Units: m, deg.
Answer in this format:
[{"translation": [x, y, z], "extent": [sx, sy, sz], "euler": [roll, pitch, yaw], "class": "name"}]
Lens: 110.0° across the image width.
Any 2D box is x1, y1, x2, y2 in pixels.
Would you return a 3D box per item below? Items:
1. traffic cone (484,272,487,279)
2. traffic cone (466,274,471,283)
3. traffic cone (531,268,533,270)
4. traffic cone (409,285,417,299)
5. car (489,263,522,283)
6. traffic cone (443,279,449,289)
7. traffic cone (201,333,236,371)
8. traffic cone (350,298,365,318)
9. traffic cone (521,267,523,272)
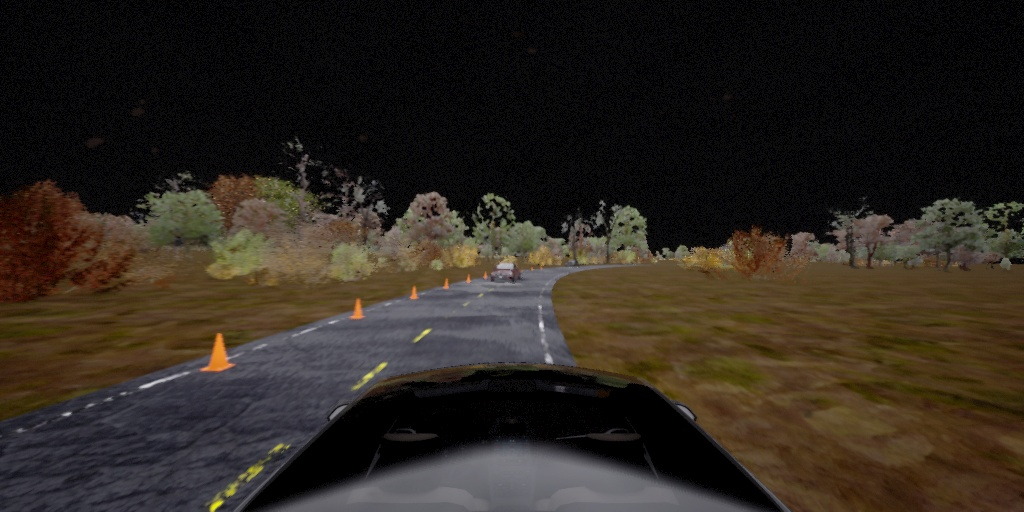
[{"translation": [-2.323, 1.672, 31.415], "extent": [0.340, 0.580, 0.340], "euler": [0, 0, 11], "class": "traffic cone"}, {"translation": [-3.201, 1.656, 26.401], "extent": [0.340, 0.580, 0.340], "euler": [0, 0, 9], "class": "traffic cone"}, {"translation": [2.859, 1.761, 51.092], "extent": [0.340, 0.580, 0.340], "euler": [0, 0, 19], "class": "traffic cone"}, {"translation": [-4.449, 1.631, 16.298], "extent": [0.340, 0.580, 0.340], "euler": [0, 0, 5], "class": "traffic cone"}, {"translation": [-0.432, 1.272, 28.555], "extent": [1.812, 1.442, 4.674], "euler": [1, 0, 10], "class": "car"}, {"translation": [-3.910, 1.642, 21.360], "extent": [0.340, 0.580, 0.340], "euler": [0, 0, 7], "class": "traffic cone"}, {"translation": [-5.015, 1.618, 6.133], "extent": [0.340, 0.580, 0.340], "euler": [0, 0, 1], "class": "traffic cone"}, {"translation": [-4.818, 1.623, 11.220], "extent": [0.340, 0.580, 0.340], "euler": [0, 0, 3], "class": "traffic cone"}, {"translation": [1.316, 1.735, 46.241], "extent": [0.340, 0.580, 0.340], "euler": [0, 0, 17], "class": "traffic cone"}]
